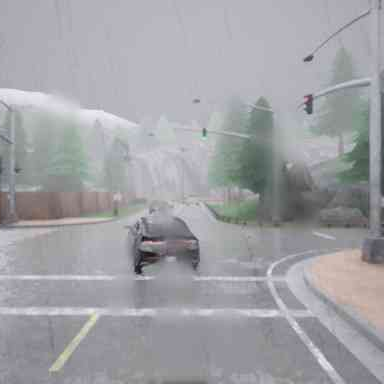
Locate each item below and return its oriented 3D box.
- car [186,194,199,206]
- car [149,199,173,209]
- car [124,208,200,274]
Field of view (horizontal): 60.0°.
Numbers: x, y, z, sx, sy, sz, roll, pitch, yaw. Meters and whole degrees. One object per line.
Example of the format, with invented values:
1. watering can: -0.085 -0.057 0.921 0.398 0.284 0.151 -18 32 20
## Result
1. car: 0.112 1.392 58.751 2.150 2.045 5.566 0 0 0
2. car: -3.583 1.598 36.549 2.128 1.511 4.902 0 0 0
3. car: -1.105 1.524 10.855 2.128 1.511 4.902 0 0 -14
